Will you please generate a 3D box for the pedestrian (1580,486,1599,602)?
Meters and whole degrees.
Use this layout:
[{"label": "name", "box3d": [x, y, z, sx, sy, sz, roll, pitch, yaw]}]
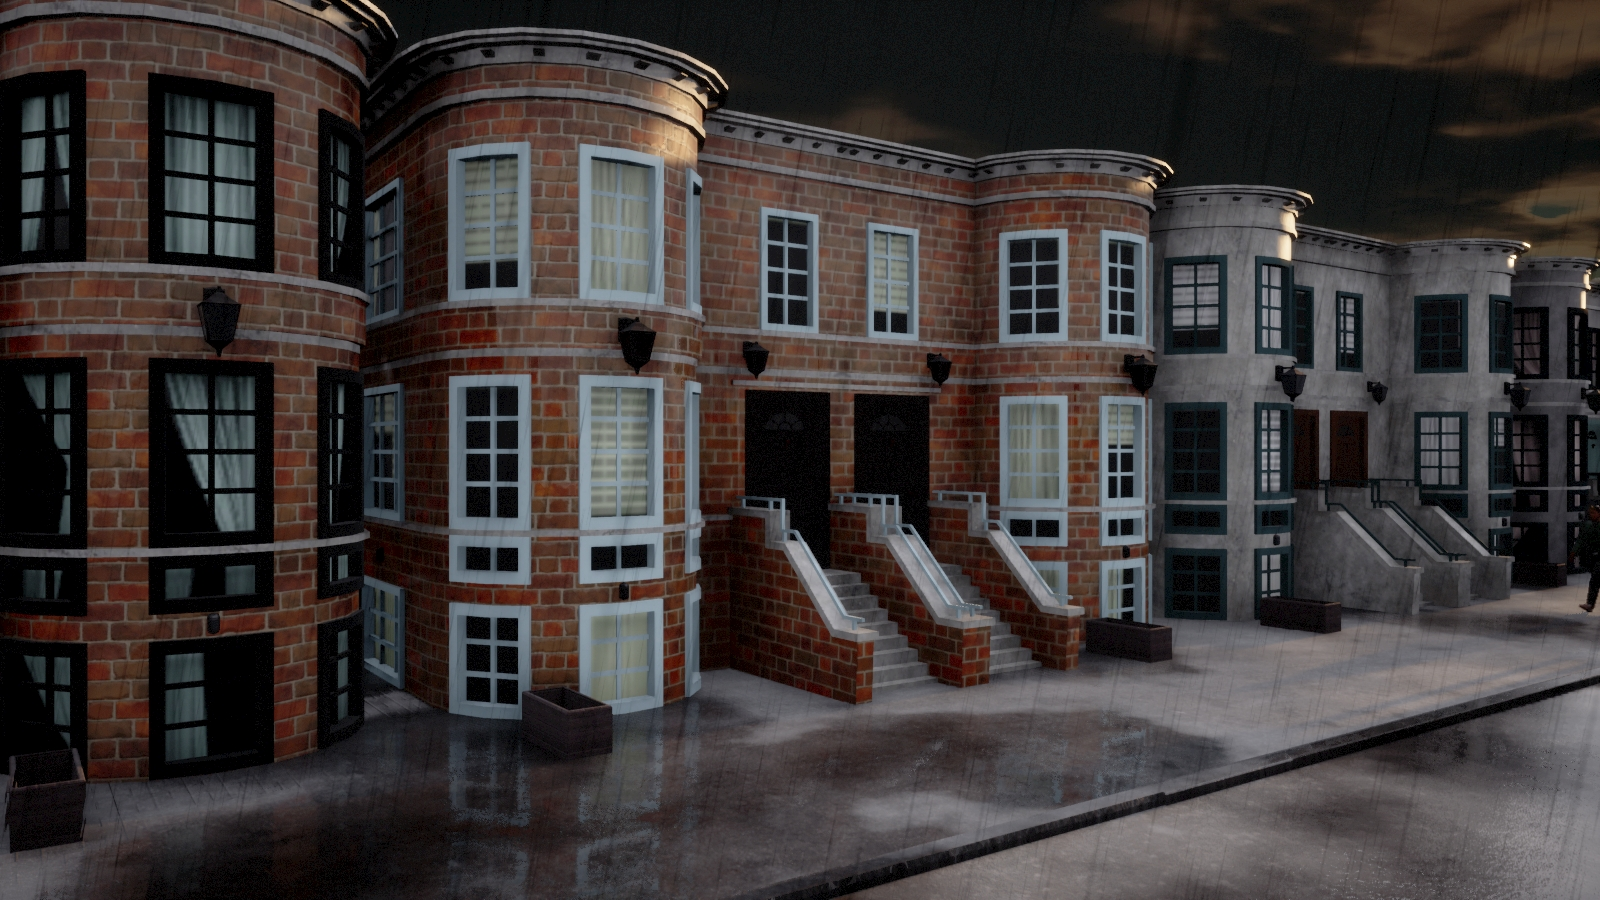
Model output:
[{"label": "pedestrian", "box3d": [13.048, 1.518, 18.640, 0.375, 1.860, 0.375, 0, 0, -16]}]
